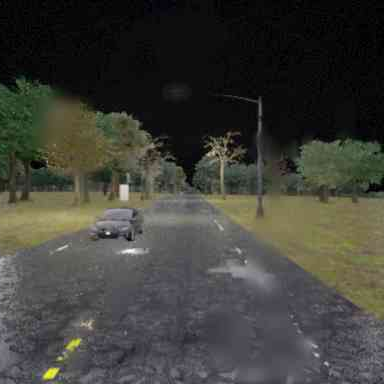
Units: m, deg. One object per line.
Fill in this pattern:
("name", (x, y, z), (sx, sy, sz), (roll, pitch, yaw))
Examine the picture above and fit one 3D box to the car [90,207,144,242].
("car", (-3.548, 1.514, 16.500), (1.837, 1.490, 4.892), (0, 0, 0))
